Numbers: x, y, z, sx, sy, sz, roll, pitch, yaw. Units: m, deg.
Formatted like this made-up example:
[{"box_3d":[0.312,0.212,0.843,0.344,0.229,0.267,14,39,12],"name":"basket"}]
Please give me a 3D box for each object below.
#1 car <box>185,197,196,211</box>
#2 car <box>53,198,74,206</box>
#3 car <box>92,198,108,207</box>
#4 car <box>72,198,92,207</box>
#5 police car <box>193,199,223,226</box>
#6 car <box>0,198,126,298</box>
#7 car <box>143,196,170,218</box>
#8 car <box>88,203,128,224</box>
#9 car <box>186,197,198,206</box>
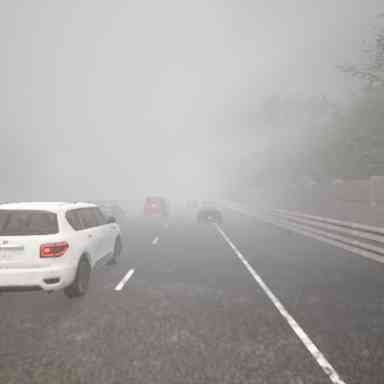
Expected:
[{"box_3d":[0.013,1.853,46.285,2.033,1.411,5.357,0,0,0],"name":"car"},{"box_3d":[-24.502,1.972,63.693,2.033,1.411,5.357,0,0,0],"name":"car"},{"box_3d":[-17.513,1.930,63.511,1.837,1.490,4.892,0,0,0],"name":"car"},{"box_3d":[-21.008,1.940,63.792,2.128,1.511,4.902,0,0,0],"name":"car"},{"box_3d":[1.225,1.582,25.270,1.930,1.638,5.238,0,0,0],"name":"police car"},{"box_3d":[-3.404,1.271,8.765,2.150,2.045,5.566,0,0,0],"name":"car"},{"box_3d":[-3.404,1.430,32.633,2.150,2.045,5.566,0,0,0],"name":"car"},{"box_3d":[-6.905,1.722,27.948,2.033,1.411,5.357,0,0,0],"name":"car"},{"box_3d":[-0.002,1.792,64.501,2.097,1.767,4.553,0,0,0],"name":"car"}]
